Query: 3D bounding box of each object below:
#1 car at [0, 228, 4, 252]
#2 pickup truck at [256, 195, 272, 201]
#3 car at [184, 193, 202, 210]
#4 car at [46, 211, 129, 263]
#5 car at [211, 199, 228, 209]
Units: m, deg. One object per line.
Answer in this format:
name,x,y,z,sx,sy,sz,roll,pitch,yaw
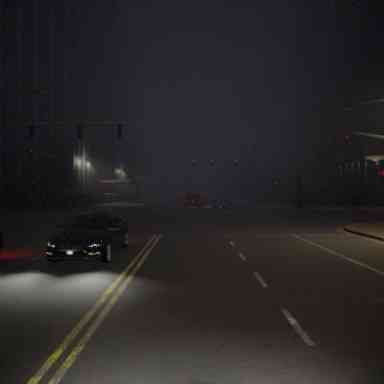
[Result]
car,-7.042,1.489,8.840,2.128,1.511,4.902,0,0,1
pickup truck,16.604,1.033,75.901,2.390,2.098,6.274,0,0,30
car,0.092,1.207,43.076,2.150,2.045,5.566,0,0,0
car,-3.510,1.501,12.004,1.837,1.490,4.892,0,0,0
car,3.590,1.585,44.003,1.895,1.301,4.718,0,0,0
